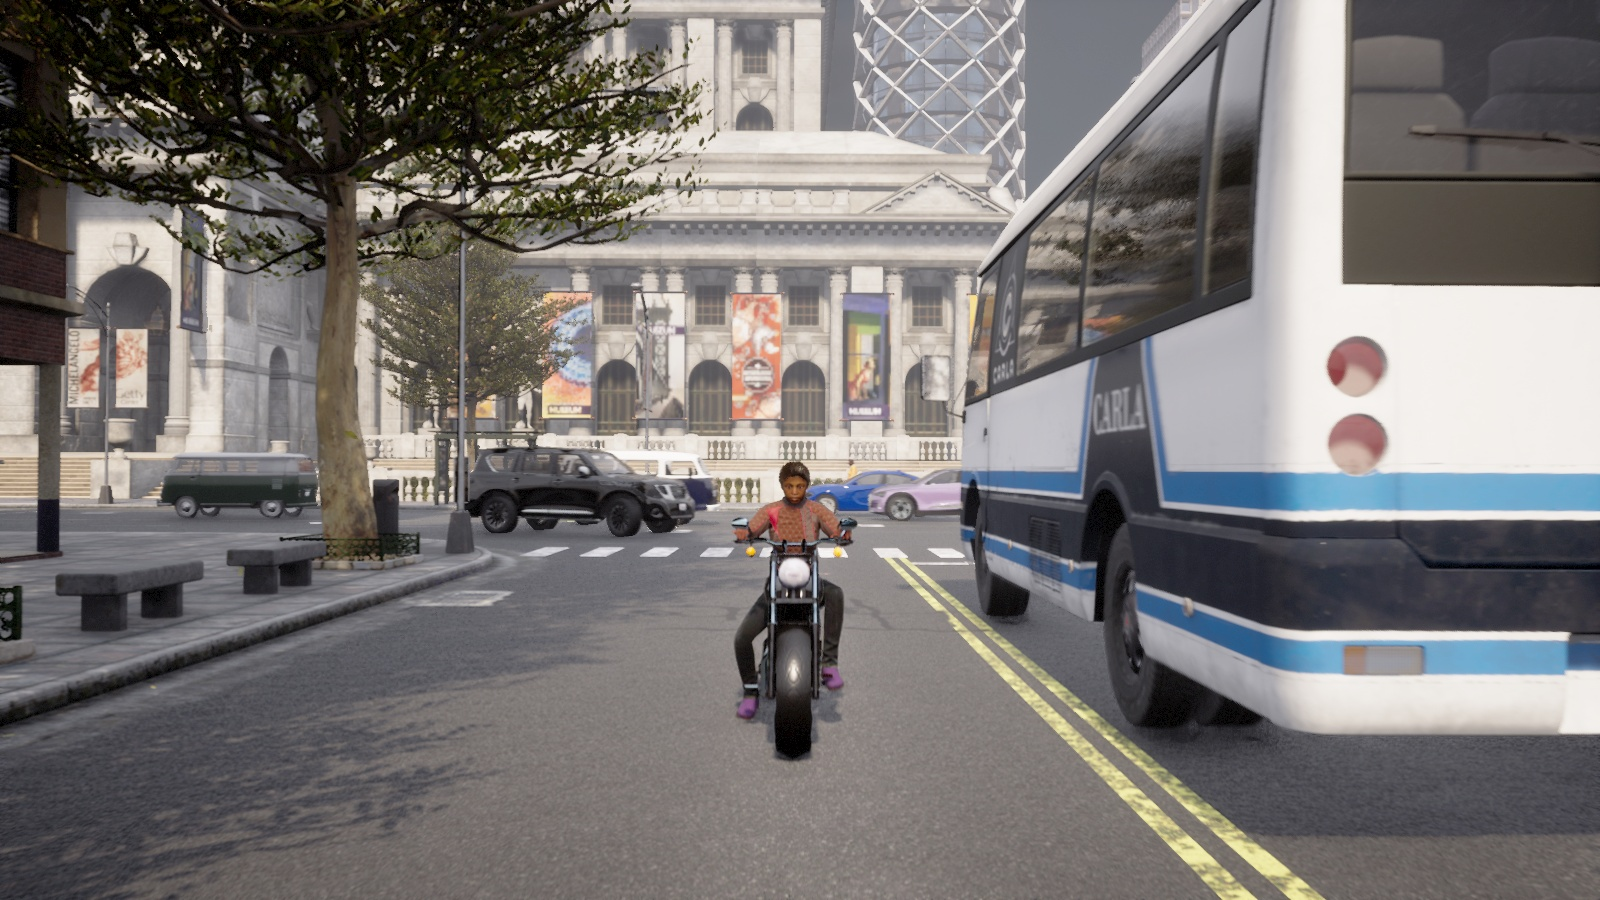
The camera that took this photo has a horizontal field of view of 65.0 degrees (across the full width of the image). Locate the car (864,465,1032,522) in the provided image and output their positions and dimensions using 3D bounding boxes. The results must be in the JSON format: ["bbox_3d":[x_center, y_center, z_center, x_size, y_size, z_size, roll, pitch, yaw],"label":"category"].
[{"bbox_3d":[4.432,1.295,38.092,4.856,1.649,2.033,0,-1,0],"label":"car"}]

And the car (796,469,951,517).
[{"bbox_3d":[2.384,1.403,41.595,5.008,1.535,1.882,0,-1,0],"label":"car"}]

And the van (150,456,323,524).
[{"bbox_3d":[-17.056,1.202,38.139,4.442,1.987,1.775,0,-1,0],"label":"van"}]

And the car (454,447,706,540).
[{"bbox_3d":[-5.212,0.997,29.747,5.566,2.045,2.150,-1,-1,21],"label":"car"}]

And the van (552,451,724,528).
[{"bbox_3d":[-4.389,1.071,34.614,4.480,2.038,2.069,0,-1,0],"label":"van"}]

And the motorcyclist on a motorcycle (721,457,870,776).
[{"bbox_3d":[-0.029,0.877,7.695,0.766,1.649,2.350,0,-1,0],"label":"motorcyclist on a motorcycle"}]

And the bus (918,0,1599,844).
[{"bbox_3d":[3.456,-0.423,10.363,3.944,4.253,10.273,0,-1,0],"label":"bus"}]
